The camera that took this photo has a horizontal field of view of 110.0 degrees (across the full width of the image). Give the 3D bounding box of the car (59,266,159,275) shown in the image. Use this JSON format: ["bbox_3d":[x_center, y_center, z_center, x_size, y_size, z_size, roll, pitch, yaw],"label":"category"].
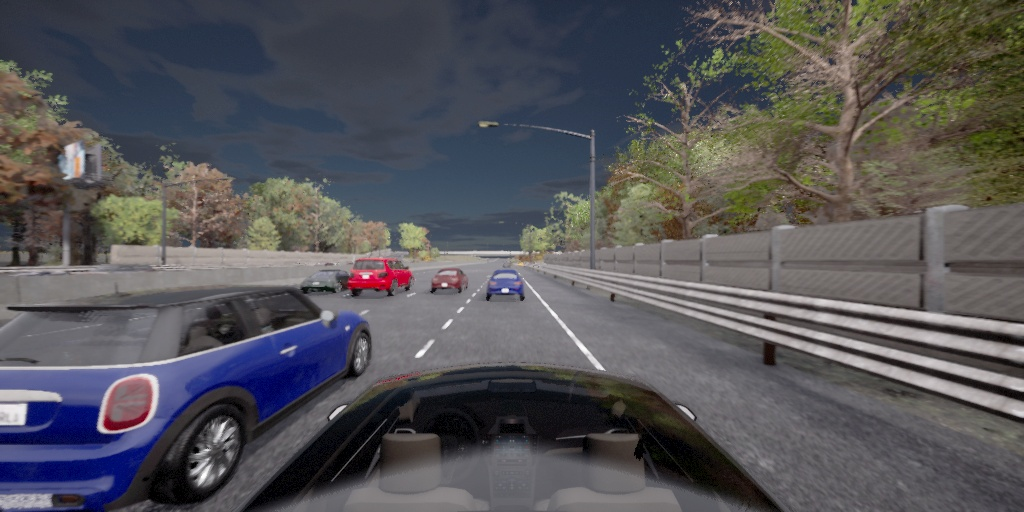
[{"bbox_3d":[-21.458,1.473,19.967,1.994,1.385,4.181,0,-1,-1],"label":"car"}]

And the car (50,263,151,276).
[{"bbox_3d":[-24.997,1.284,22.595,2.097,1.767,4.553,0,-1,-1],"label":"car"}]

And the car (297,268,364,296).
[{"bbox_3d":[-10.785,1.492,21.707,1.994,1.385,4.181,0,-1,-1],"label":"car"}]

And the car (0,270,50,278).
[{"bbox_3d":[-28.483,1.521,21.451,1.895,1.301,4.718,0,-1,-1],"label":"car"}]

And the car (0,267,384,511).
[{"bbox_3d":[-3.523,1.127,4.587,2.097,1.767,4.553,0,-1,-1],"label":"car"}]

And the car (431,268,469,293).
[{"bbox_3d":[-3.796,1.461,22.257,1.812,1.442,4.674,0,-1,-1],"label":"car"}]

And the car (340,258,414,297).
[{"bbox_3d":[-7.269,1.139,20.401,2.150,2.045,5.566,0,-1,-1],"label":"car"}]

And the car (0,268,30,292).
[{"bbox_3d":[-31.967,1.457,20.370,2.033,1.411,5.357,0,-1,-1],"label":"car"}]

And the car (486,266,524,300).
[{"bbox_3d":[-0.343,1.430,18.755,1.812,1.442,4.674,0,-1,-1],"label":"car"}]
